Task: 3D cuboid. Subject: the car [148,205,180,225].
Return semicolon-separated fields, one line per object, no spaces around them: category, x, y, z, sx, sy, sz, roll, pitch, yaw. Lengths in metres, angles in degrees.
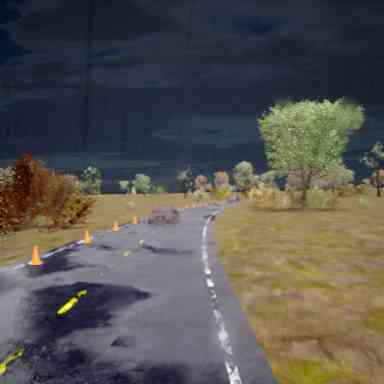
car;-2.098;1.751;25.782;1.994;1.385;4.181;-1;0;5

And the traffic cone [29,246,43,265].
traffic cone;-5.232;2.112;11.150;0.340;0.580;0.340;-1;0;1

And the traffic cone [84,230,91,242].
traffic cone;-5.116;2.139;16.215;0.340;0.580;0.340;-1;0;2

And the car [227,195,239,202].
car;9.903;1.552;79.743;2.097;1.767;4.553;-1;0;21

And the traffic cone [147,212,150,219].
traffic cone;-4.021;2.201;31.371;0.340;0.580;0.340;-1;0;6

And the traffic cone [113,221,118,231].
traffic cone;-4.875;2.163;21.276;0.340;0.580;0.340;-1;0;3
